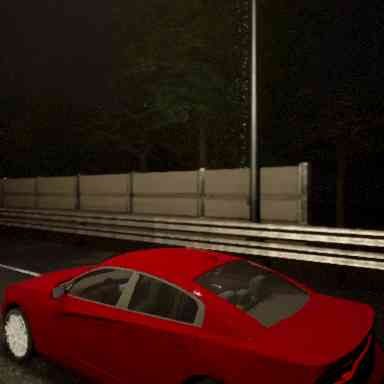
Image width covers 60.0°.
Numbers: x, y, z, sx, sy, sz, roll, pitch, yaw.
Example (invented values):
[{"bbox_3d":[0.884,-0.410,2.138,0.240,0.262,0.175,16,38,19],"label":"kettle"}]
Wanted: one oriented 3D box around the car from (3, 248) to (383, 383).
[{"bbox_3d":[-0.455,1.470,4.192,5.008,1.535,1.882,0,0,35],"label":"car"}]
